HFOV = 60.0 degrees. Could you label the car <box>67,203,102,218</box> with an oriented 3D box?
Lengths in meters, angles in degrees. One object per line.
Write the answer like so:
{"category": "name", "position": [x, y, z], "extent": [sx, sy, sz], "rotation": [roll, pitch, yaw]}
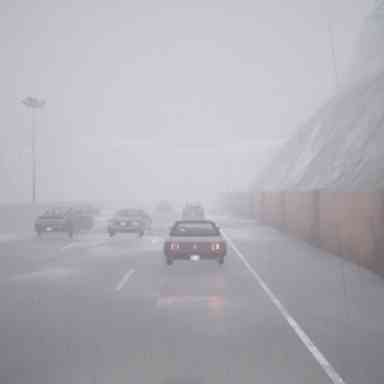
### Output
{"category": "car", "position": [-10.406, 1.748, 32.472], "extent": [1.895, 1.301, 4.718], "rotation": [0, 0, 0]}

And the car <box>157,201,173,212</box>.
{"category": "car", "position": [-3.410, 1.750, 41.133], "extent": [1.994, 1.385, 4.181], "rotation": [0, 0, 0]}

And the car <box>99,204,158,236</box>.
{"category": "car", "position": [-3.406, 1.634, 18.959], "extent": [2.033, 1.411, 5.357], "rotation": [0, 0, 0]}

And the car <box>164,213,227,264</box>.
{"category": "car", "position": [0.097, 1.656, 12.034], "extent": [1.895, 1.301, 4.718], "rotation": [0, 0, 0]}

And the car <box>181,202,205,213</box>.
{"category": "car", "position": [0.094, 1.627, 29.793], "extent": [2.128, 1.511, 4.902], "rotation": [0, 0, 0]}

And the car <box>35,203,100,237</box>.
{"category": "car", "position": [-6.904, 1.576, 18.460], "extent": [2.128, 1.511, 4.902], "rotation": [0, 0, 0]}
